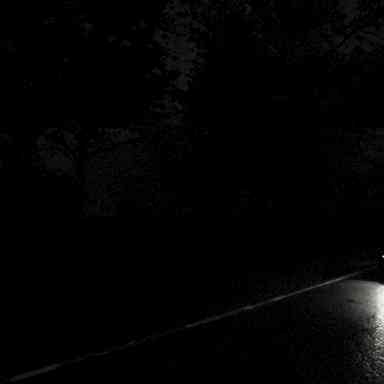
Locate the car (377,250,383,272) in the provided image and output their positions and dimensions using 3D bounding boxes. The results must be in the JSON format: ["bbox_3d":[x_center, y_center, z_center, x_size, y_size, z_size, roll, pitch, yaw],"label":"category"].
[{"bbox_3d":[7.279,1.539,9.415,5.357,1.411,2.033,0,0,-39],"label":"car"}]
